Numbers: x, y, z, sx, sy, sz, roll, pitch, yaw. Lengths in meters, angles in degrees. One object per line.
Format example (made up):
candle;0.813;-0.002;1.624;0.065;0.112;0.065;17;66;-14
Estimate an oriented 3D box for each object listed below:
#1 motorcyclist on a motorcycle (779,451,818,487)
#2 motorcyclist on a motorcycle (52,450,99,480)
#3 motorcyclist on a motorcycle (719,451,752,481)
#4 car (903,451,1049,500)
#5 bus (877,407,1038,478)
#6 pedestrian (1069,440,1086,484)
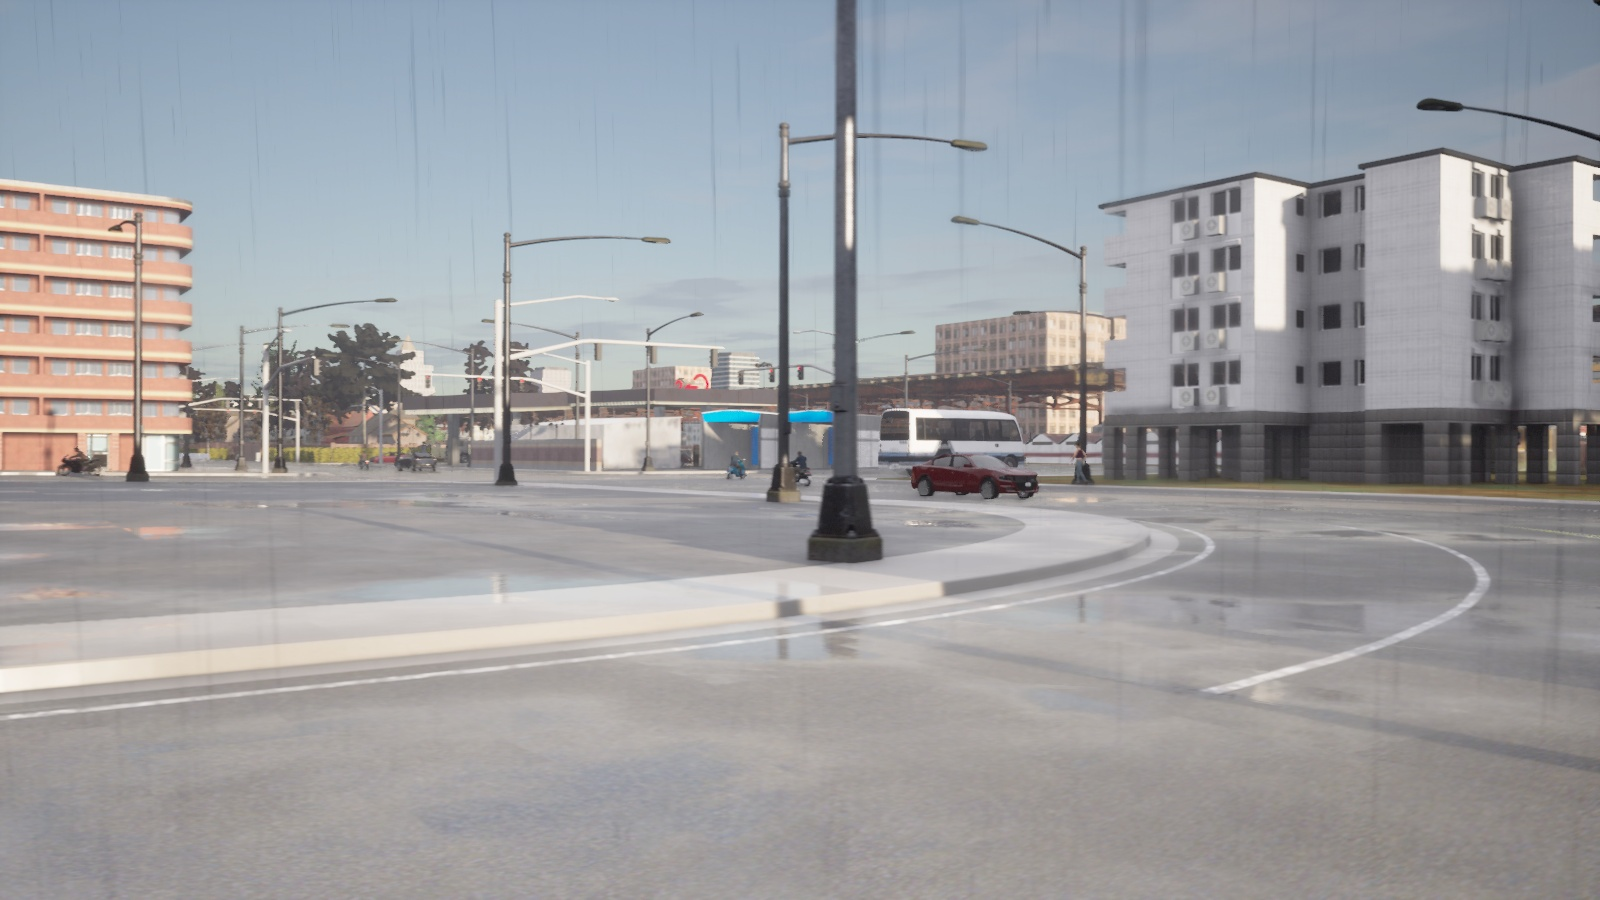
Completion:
motorcyclist on a motorcycle;-0.075;0.836;56.118;0.866;1.590;1.817;0;0;-36
motorcyclist on a motorcycle;-37.371;0.766;64.764;2.044;1.523;0.797;1;-1;-35
motorcyclist on a motorcycle;-3.546;0.876;69.310;0.866;1.590;1.817;2;1;32
car;5.825;0.814;42.132;1.882;1.535;5.008;0;0;-36
bus;10.183;-0.456;80.243;10.273;4.253;3.944;0;0;-36
pedestrian;11.644;0.503;52.745;0.345;1.836;0.594;0;0;-38
